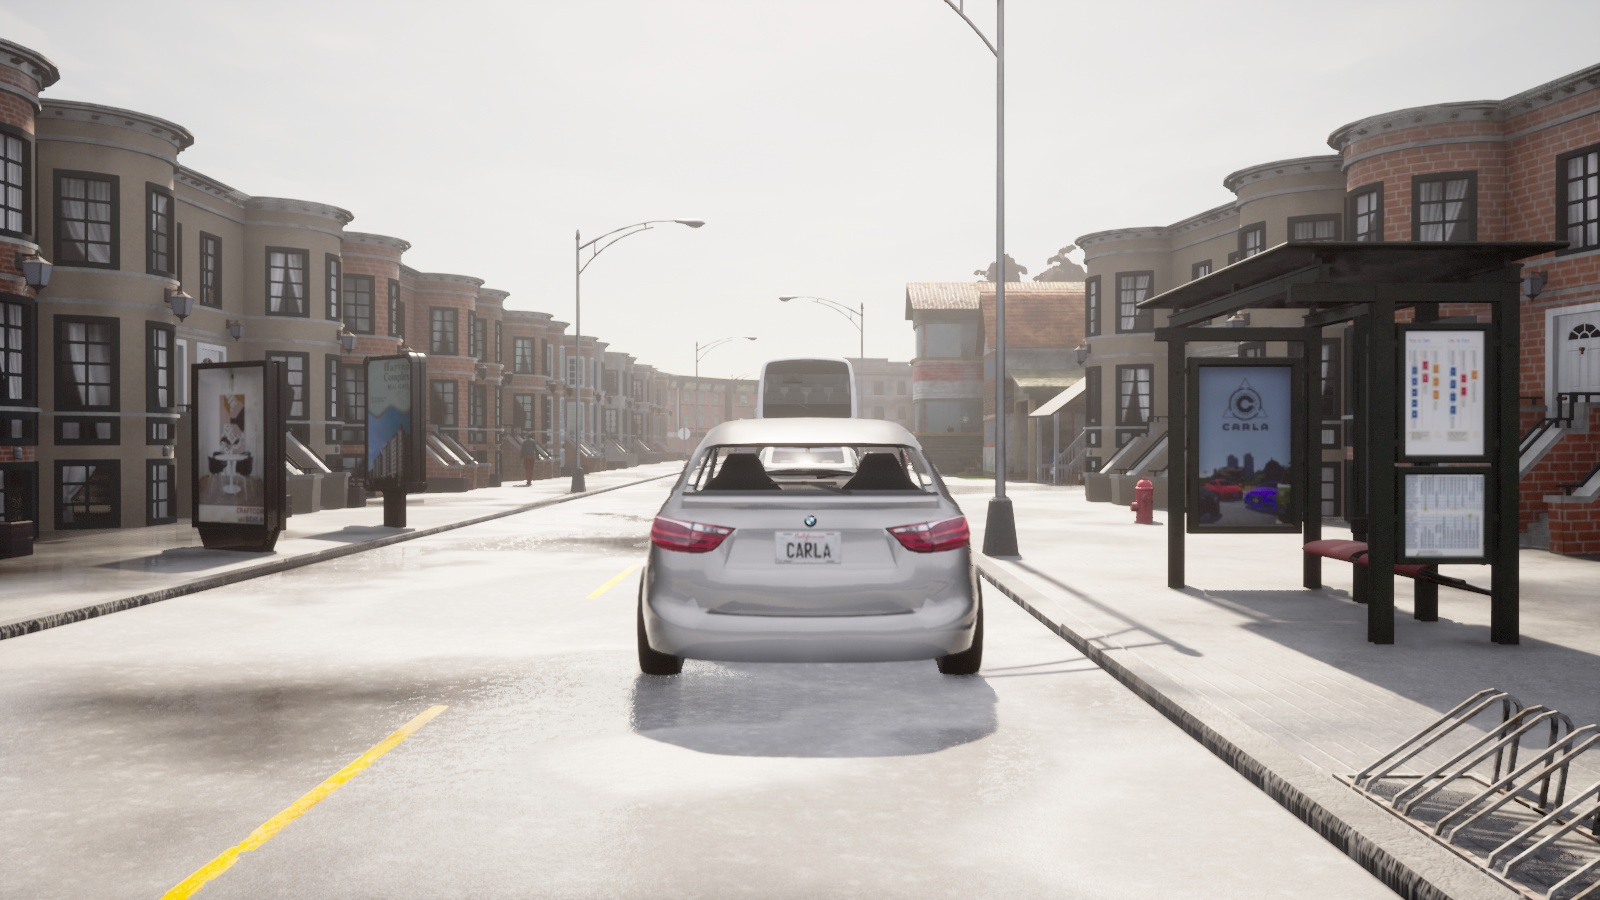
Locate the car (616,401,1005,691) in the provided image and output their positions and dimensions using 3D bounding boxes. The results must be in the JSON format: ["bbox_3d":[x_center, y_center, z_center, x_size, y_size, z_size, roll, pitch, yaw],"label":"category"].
[{"bbox_3d":[0.067,0.539,9.539,2.242,1.667,4.611,0,0,0],"label":"car"}]

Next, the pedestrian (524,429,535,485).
[{"bbox_3d":[-8.905,0.222,41.361,0.353,1.847,0.614,0,0,-13],"label":"pedestrian"}]

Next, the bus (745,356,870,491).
[{"bbox_3d":[0.260,-0.875,44.699,3.944,4.253,10.273,0,0,0],"label":"bus"}]
